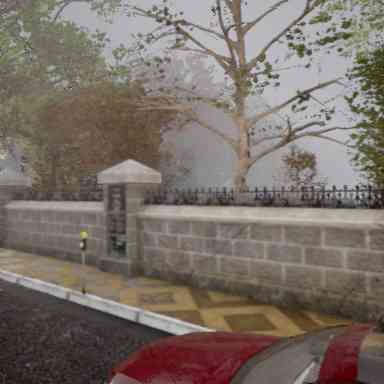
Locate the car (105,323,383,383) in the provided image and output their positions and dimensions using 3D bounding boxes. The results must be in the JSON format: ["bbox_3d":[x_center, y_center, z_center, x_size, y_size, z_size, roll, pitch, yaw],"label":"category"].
[{"bbox_3d":[1.158,1.582,2.058,4.206,1.307,1.802,0,-1,36],"label":"car"}]
